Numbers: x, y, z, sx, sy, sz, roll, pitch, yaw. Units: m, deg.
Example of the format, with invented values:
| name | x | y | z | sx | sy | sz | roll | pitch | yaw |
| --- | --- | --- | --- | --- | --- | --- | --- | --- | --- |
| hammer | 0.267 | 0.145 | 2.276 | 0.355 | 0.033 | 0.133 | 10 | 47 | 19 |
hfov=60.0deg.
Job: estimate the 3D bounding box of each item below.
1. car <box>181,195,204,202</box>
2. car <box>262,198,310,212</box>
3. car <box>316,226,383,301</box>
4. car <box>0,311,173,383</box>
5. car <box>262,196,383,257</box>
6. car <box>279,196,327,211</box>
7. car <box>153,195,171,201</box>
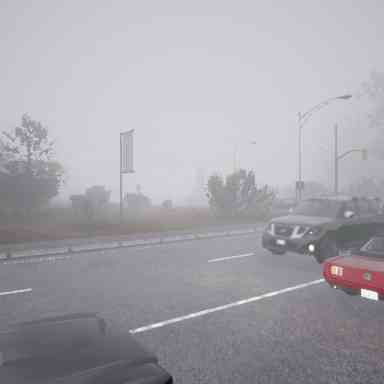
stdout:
| name | x | y | z | sx | sy | sz | roll | pitch | yaw |
| --- | --- | --- | --- | --- | --- | --- | --- | --- | --- |
| car | 0.009 | 1.276 | 65.720 | 2.033 | 1.411 | 5.357 | -1 | 0 | -38 |
| car | 10.134 | 1.404 | 36.087 | 1.895 | 1.301 | 4.718 | -1 | 0 | -39 |
| car | 5.048 | 1.570 | 7.363 | 4.718 | 1.301 | 1.895 | 0 | 0 | -36 |
| car | -2.399 | 1.601 | 2.024 | 4.718 | 1.301 | 1.895 | 0 | 0 | -36 |
| car | 4.982 | 1.173 | 11.895 | 5.566 | 2.045 | 2.150 | -1 | 0 | -36 |
| car | 12.758 | 1.252 | 38.410 | 1.882 | 1.535 | 5.008 | -1 | 0 | -39 |
| car | -6.724 | 1.330 | 73.987 | 1.895 | 1.301 | 4.718 | -1 | 0 | -38 |
